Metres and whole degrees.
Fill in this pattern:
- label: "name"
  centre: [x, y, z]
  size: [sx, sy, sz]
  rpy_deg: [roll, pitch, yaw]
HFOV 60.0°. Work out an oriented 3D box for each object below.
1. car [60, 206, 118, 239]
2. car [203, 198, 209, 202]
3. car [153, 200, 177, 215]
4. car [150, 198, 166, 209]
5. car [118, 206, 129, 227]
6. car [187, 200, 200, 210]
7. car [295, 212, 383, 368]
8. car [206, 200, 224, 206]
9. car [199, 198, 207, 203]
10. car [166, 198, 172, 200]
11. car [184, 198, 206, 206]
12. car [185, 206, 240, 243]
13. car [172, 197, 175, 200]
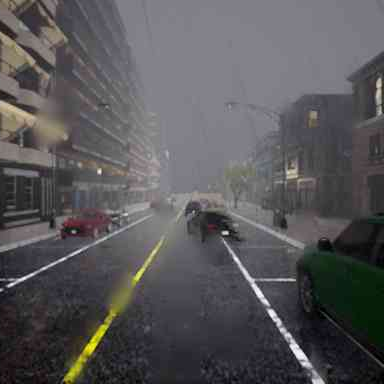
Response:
- label: "car"
  centre: [-5.648, 1.674, 18.142]
  size: [1.887, 1.381, 4.507]
  rpy_deg: [-1, 0, 0]
- label: "car"
  centre: [2.816, 1.880, 46.475]
  size: [1.887, 1.381, 4.507]
  rpy_deg: [-1, 0, 0]
- label: "car"
  centre: [-2.987, 1.873, 37.890]
  size: [1.895, 1.301, 4.718]
  rpy_deg: [0, 0, 0]
- label: "car"
  centre: [-5.547, 1.921, 52.206]
  size: [1.887, 1.381, 4.507]
  rpy_deg: [-1, 0, 0]
- label: "car"
  centre: [-5.631, 1.721, 23.820]
  size: [2.008, 1.369, 4.403]
  rpy_deg: [-1, 0, 0]
- label: "car"
  centre: [0.248, 1.923, 51.966]
  size: [2.033, 1.411, 5.357]
  rpy_deg: [0, 0, 0]
- label: "car"
  centre: [3.118, 1.260, 4.290]
  size: [2.150, 2.045, 5.566]
  rpy_deg: [0, 0, 0]
- label: "car"
  centre: [2.783, 1.779, 35.291]
  size: [1.752, 1.417, 4.829]
  rpy_deg: [-1, 0, 0]
- label: "car"
  centre: [2.951, 2.238, 91.893]
  size: [1.947, 1.339, 4.313]
  rpy_deg: [-1, 0, 0]
- label: "car"
  centre: [-5.513, 2.026, 63.561]
  size: [1.947, 1.339, 4.313]
  rpy_deg: [-1, 0, 0]
- label: "car"
  centre: [0.195, 1.764, 35.776]
  size: [1.837, 1.490, 4.892]
  rpy_deg: [0, 0, 0]
- label: "car"
  centre: [0.980, 1.646, 16.856]
  size: [1.812, 1.442, 4.674]
  rpy_deg: [0, 0, -12]
- label: "car"
  centre: [-5.480, 2.095, 74.915]
  size: [2.008, 1.369, 4.403]
  rpy_deg: [-1, 0, 0]
